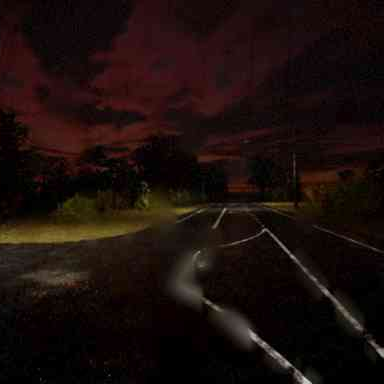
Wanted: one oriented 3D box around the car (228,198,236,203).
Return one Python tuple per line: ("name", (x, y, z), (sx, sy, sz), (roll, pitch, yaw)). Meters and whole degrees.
("car", (11.343, 2.473, 94.682), (1.812, 1.442, 4.674), (-1, -1, 13))
